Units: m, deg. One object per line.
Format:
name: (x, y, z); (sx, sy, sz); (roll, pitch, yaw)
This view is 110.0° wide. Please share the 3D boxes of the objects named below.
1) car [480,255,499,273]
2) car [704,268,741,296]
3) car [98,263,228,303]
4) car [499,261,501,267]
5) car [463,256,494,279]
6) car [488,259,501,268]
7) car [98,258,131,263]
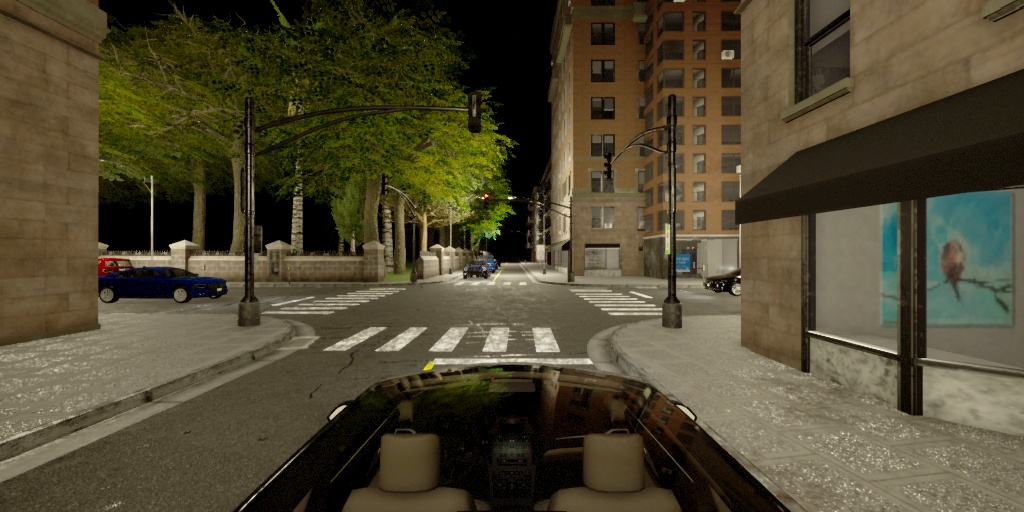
car: (-3.045, 0.935, 41.962); (2.150, 2.045, 5.566); (0, 0, 0)
car: (12.690, 1.271, 18.716); (4.892, 1.490, 1.837); (0, 0, 1)
car: (-15.471, 1.212, 15.897); (5.008, 1.535, 1.882); (0, 0, 0)
car: (-3.018, 1.171, 51.989); (1.882, 1.535, 5.008); (0, 0, 0)
car: (-3.088, 1.083, 32.199); (2.097, 1.767, 4.553); (0, 0, 1)
car: (-2.972, 1.238, 62.012); (1.994, 1.385, 4.181); (0, 0, 0)
car: (-25.922, 1.035, 21.815); (5.009, 1.841, 2.192); (0, 0, 1)
